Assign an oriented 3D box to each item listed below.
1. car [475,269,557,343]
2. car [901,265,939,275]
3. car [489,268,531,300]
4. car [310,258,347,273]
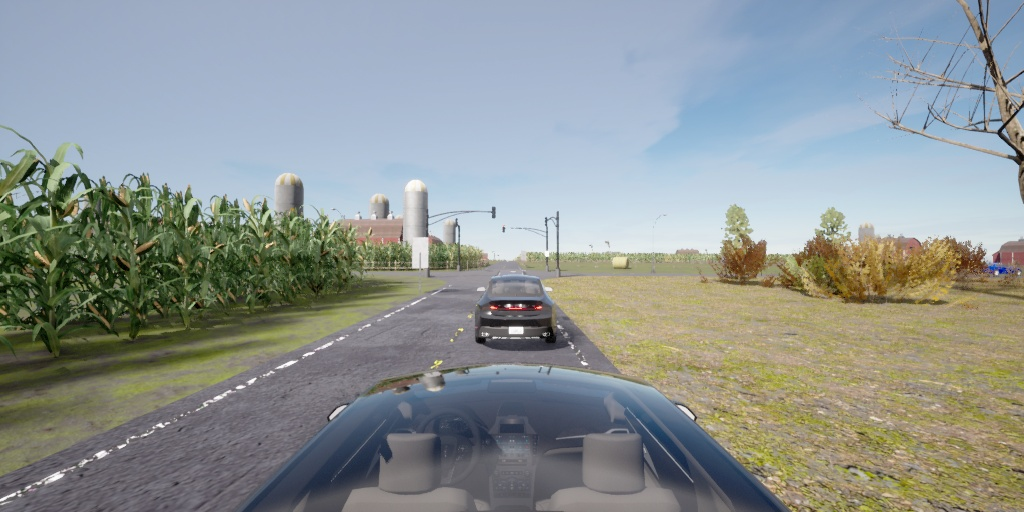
[{"bbox_3d":[0.080,1.259,9.672,1.837,1.490,4.892,0,0,0],"label":"car"},{"bbox_3d":[48.559,1.768,42.536,4.181,1.385,1.994,1,-1,-5],"label":"car"},{"bbox_3d":[0.032,1.360,18.823,1.895,1.301,4.718,0,0,4],"label":"car"},{"bbox_3d":[-19.828,0.931,37.659,4.553,1.767,2.097,0,-1,-3],"label":"car"}]
